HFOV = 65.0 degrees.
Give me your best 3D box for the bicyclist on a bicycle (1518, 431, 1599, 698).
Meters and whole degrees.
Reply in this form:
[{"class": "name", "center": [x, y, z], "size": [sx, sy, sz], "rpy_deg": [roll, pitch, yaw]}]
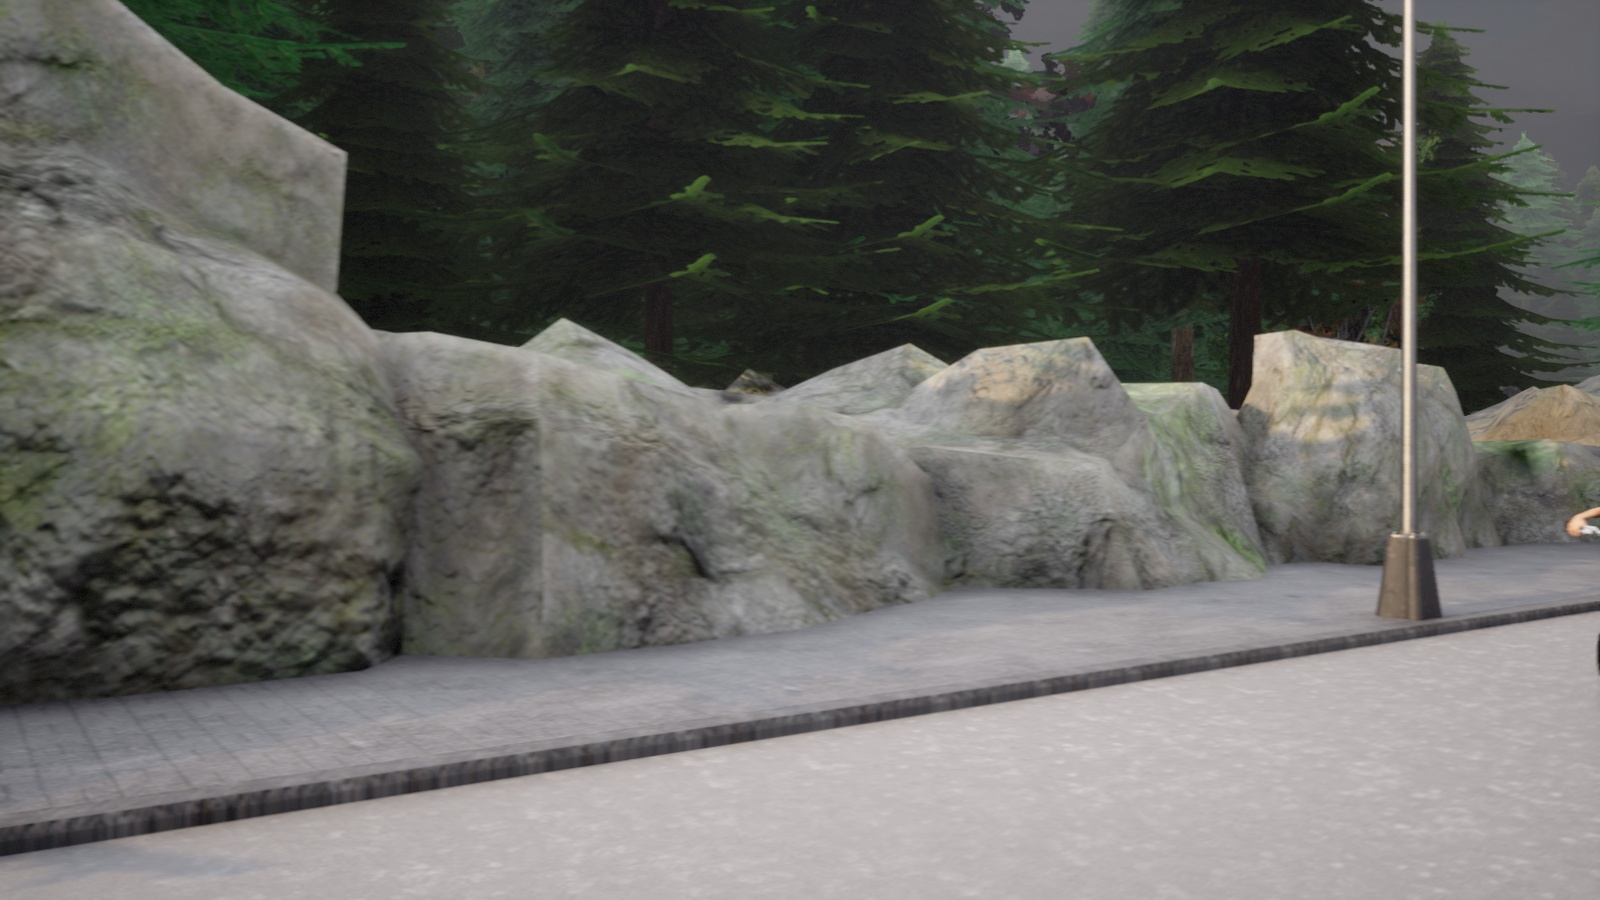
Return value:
[{"class": "bicyclist on a bicycle", "center": [5.428, 0.690, 8.040], "size": [1.509, 1.612, 0.866], "rpy_deg": [0, 0, -35]}]
